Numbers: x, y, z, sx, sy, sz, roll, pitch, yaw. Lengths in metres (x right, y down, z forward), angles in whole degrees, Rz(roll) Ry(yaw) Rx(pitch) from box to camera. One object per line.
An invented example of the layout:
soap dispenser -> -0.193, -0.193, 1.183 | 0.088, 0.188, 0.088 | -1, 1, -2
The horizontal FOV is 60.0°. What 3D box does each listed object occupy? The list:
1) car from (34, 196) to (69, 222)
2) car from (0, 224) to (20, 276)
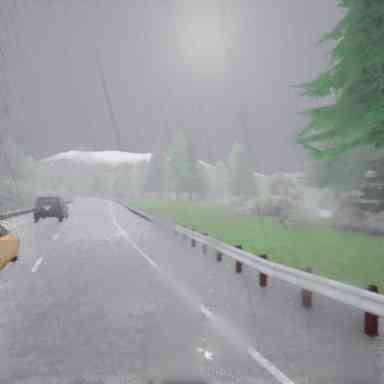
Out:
car -> -11.800, 1.389, 28.134 | 2.150, 2.045, 5.566 | -1, 0, -14
car -> -6.182, 1.557, 9.345 | 1.882, 1.535, 5.008 | -1, 0, -19
